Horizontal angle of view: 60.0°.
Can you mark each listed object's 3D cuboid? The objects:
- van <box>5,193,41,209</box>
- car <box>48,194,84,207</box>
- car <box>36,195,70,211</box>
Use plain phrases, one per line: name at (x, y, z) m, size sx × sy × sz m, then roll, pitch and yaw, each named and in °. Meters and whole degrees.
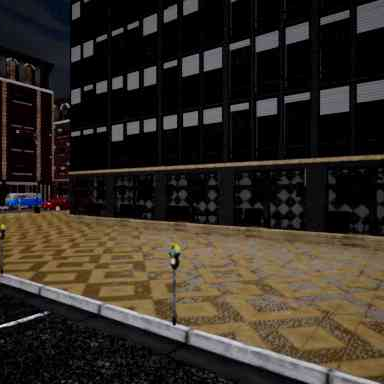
van at (-19.972, 1.050, 39.566) m, size 1.690 × 1.788 × 3.998 m, roll 1°, pitch 1°, yaw 35°
car at (-16.737, 1.079, 44.207) m, size 1.967 × 1.590 × 4.097 m, roll 1°, pitch 1°, yaw 35°
car at (-13.495, 1.269, 35.083) m, size 1.887 × 1.381 × 4.507 m, roll 1°, pitch 1°, yaw 35°
